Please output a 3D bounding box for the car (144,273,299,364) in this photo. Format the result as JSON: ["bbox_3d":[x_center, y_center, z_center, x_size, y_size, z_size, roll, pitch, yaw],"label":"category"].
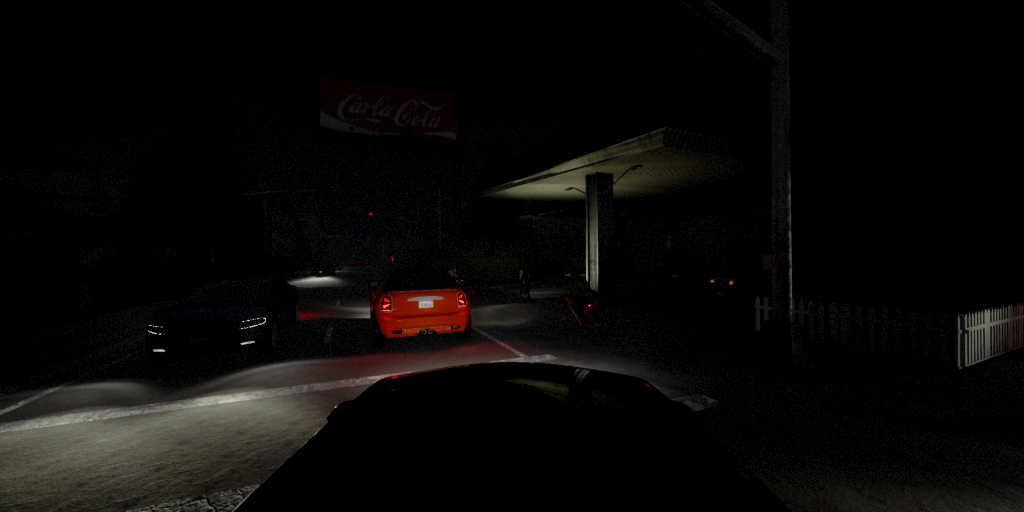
[{"bbox_3d":[-6.319,1.194,8.387,1.882,1.535,5.008,0,0,-24],"label":"car"}]

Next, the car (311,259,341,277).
[{"bbox_3d":[-19.749,1.332,37.731,2.128,1.511,4.902,0,0,-20],"label":"car"}]

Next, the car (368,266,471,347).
[{"bbox_3d":[-2.614,1.041,9.486,2.097,1.767,4.553,0,0,-22],"label":"car"}]

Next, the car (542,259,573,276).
[{"bbox_3d":[3.587,1.358,37.543,4.892,1.490,1.837,0,0,-24],"label":"car"}]

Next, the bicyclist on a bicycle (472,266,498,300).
[{"bbox_3d":[-1.454,1.322,17.805,1.656,1.620,0.582,1,0,-22],"label":"bicyclist on a bicycle"}]

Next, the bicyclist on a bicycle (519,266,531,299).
[{"bbox_3d":[0.654,1.315,17.937,0.582,1.620,1.656,0,0,16],"label":"bicyclist on a bicycle"}]

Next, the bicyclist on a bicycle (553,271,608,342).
[{"bbox_3d":[1.640,1.194,8.735,0.582,1.620,1.656,3,-2,-43],"label":"bicyclist on a bicycle"}]

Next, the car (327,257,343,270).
[{"bbox_3d":[-26.536,1.124,53.201,2.150,2.045,5.566,0,0,-23],"label":"car"}]

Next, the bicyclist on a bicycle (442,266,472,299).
[{"bbox_3d":[-2.751,1.295,16.413,1.656,1.620,0.582,1,0,37],"label":"bicyclist on a bicycle"}]
